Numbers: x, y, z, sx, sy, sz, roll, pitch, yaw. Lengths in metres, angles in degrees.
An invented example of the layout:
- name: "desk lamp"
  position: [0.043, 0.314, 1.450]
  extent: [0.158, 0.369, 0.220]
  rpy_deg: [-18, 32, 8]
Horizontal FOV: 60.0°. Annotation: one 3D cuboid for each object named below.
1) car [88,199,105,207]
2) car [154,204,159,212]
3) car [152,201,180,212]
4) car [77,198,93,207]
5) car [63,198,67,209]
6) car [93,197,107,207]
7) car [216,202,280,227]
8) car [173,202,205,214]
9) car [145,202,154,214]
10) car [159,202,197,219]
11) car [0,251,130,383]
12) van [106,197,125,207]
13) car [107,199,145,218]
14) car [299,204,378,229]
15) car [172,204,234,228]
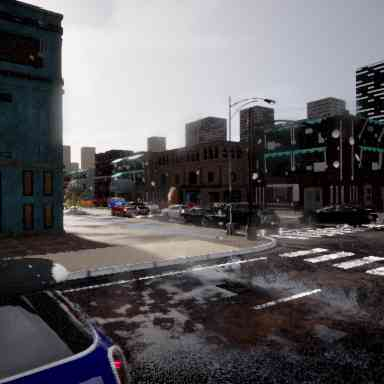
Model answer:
- name: "car"
  position: [-19.594, 2.228, 67.891]
  extent: [1.887, 1.381, 4.507]
  rpy_deg: [-1, 0, -35]
- name: "car"
  position: [-6.511, 2.026, 44.984]
  extent: [1.895, 1.301, 4.718]
  rpy_deg: [-1, 0, -35]
- name: "car"
  position: [-3.583, 1.966, 45.316]
  extent: [1.802, 1.307, 4.206]
  rpy_deg: [-2, 0, -35]
- name: "car"
  position: [-21.152, 2.055, 65.621]
  extent: [2.097, 1.767, 4.553]
  rpy_deg: [-1, 0, -35]
- name: "car"
  position: [-23.129, 2.233, 58.388]
  extent: [1.752, 1.417, 4.829]
  rpy_deg: [-1, 0, -35]
- name: "car"
  position: [-16.398, 1.940, 63.376]
  extent: [2.192, 1.841, 5.009]
  rpy_deg: [-1, 0, -35]
- name: "car"
  position: [4.189, 1.547, 24.246]
  extent: [2.097, 1.767, 4.553]
  rpy_deg: [-1, 0, -34]
- name: "car"
  position: [-0.382, 1.903, 40.802]
  extent: [1.802, 1.307, 4.206]
  rpy_deg: [-2, 0, -35]
- name: "car"
  position: [-6.814, 1.918, 39.890]
  extent: [1.837, 1.490, 4.892]
  rpy_deg: [-1, 0, -35]
- name: "car"
  position: [-0.906, 1.898, 31.549]
  extent: [1.895, 1.301, 4.718]
  rpy_deg: [-1, 0, -35]
- name: "car"
  position: [-2.632, 1.351, 1.809]
  extent: [4.553, 1.767, 2.097]
  rpy_deg: [0, 0, -35]
- name: "van"
  position: [-13.195, 1.907, 58.861]
  extent: [1.690, 1.788, 3.998]
  rpy_deg: [-1, 0, -35]
- name: "car"
  position: [-7.219, 1.846, 35.952]
  extent: [1.967, 1.590, 4.097]
  rpy_deg: [-1, 0, -35]
- name: "car"
  position: [9.685, 1.584, 22.316]
  extent: [4.902, 1.511, 2.128]
  rpy_deg: [-2, 0, 38]
- name: "car"
  position: [0.713, 1.814, 24.563]
  extent: [1.947, 1.339, 4.313]
  rpy_deg: [-1, 0, -35]
